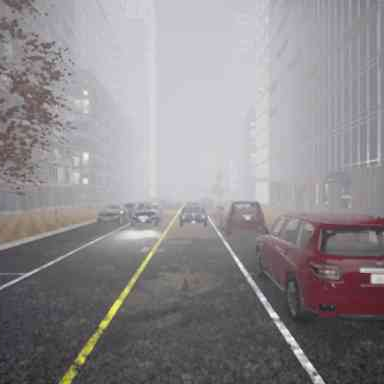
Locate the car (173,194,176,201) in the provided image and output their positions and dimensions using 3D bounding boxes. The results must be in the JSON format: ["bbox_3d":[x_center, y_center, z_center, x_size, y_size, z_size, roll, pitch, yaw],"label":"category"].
[{"bbox_3d":[-5.678,1.574,92.538,1.967,1.590,4.097,0,0,0],"label":"car"}]

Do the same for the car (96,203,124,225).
[{"bbox_3d":[-5.685,1.599,24.232,2.008,1.369,4.403,0,0,0],"label":"car"}]

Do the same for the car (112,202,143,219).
[{"bbox_3d":[-5.685,1.624,29.924,1.947,1.339,4.313,0,0,0],"label":"car"}]

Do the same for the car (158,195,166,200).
[{"bbox_3d":[-5.682,1.642,52.693,2.008,1.369,4.403,0,0,0],"label":"car"}]

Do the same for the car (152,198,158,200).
[{"bbox_3d":[-5.683,1.657,41.307,1.802,1.307,4.206,0,0,0],"label":"car"}]

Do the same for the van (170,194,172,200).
[{"bbox_3d":[-5.680,1.453,69.770,1.690,1.788,3.998,0,0,0],"label":"van"}]

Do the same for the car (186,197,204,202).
[{"bbox_3d":[0.104,1.640,41.469,1.994,1.385,4.181,0,0,0],"label":"car"}]

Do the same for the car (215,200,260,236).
[{"bbox_3d":[2.696,1.354,18.527,2.192,1.841,5.009,0,0,0],"label":"car"}]

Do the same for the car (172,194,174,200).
[{"bbox_3d":[-5.680,1.700,75.462,1.802,1.307,4.206,0,0,0],"label":"car"}]

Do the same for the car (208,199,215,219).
[{"bbox_3d":[2.696,1.584,30.080,1.752,1.417,4.829,0,0,0],"label":"car"}]

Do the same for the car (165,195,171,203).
[{"bbox_3d":[-5.681,1.650,64.077,1.887,1.381,4.507,0,0,0],"label":"car"}]

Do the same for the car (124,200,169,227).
[{"bbox_3d":[-3.098,1.539,23.556,2.128,1.511,4.902,0,0,0],"label":"car"}]

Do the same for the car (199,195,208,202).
[{"bbox_3d":[2.702,1.565,81.139,1.967,1.590,4.097,0,0,0],"label":"car"}]

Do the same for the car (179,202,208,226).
[{"bbox_3d":[0.102,1.649,23.601,1.895,1.301,4.718,0,0,0],"label":"car"}]

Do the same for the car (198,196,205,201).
[{"bbox_3d":[2.702,1.717,92.523,1.802,1.307,4.206,0,0,0],"label":"car"}]

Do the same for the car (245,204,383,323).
[{"bbox_3d":[2.695,1.331,7.143,2.192,1.841,5.009,0,0,0],"label":"car"}]

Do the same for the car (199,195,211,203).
[{"bbox_3d":[2.699,1.665,58.372,1.947,1.339,4.313,0,0,0],"label":"car"}]
